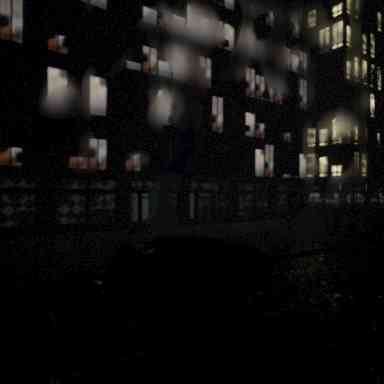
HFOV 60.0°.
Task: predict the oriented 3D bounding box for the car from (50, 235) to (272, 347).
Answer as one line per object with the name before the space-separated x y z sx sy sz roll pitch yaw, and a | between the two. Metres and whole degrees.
car | -0.326 1.553 6.310 4.313 1.339 1.947 0 0 -35

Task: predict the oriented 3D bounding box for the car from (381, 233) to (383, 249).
car | 8.991 1.566 12.850 4.206 1.307 1.802 0 0 -35
